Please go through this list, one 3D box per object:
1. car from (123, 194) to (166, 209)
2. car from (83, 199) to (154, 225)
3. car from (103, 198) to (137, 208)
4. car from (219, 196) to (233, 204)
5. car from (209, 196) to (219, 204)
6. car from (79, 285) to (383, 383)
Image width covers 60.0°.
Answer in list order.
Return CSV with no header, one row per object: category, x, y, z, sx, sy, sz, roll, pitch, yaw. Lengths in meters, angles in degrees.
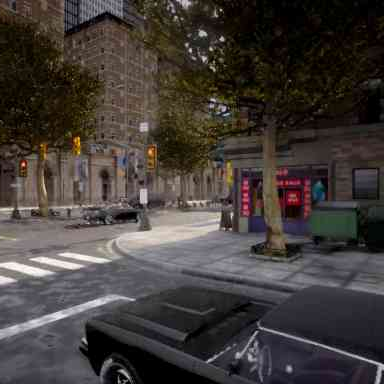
car,-5.756,1.221,42.832,2.150,2.045,5.566,0,0,36
car,-5.409,1.494,23.893,2.128,1.511,4.902,-1,0,37
car,-10.277,1.595,47.932,1.895,1.301,4.718,0,0,36
car,7.569,1.477,61.190,1.882,1.535,5.008,0,0,36
car,5.165,1.525,63.828,1.812,1.442,4.674,0,0,36
car,1.046,1.602,3.024,4.718,1.301,1.895,0,0,38
